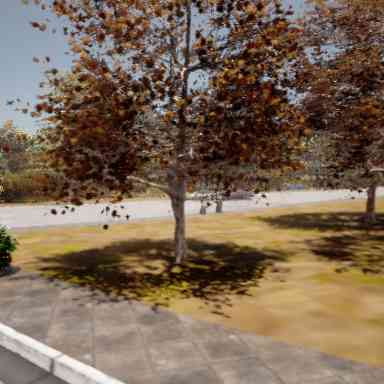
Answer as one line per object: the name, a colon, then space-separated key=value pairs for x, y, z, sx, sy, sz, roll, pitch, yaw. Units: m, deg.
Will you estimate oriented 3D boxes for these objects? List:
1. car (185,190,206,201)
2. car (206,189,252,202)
car: x=1.001 y=0.433 z=42.536 sx=4.718 sy=1.301 sz=1.895 roll=-3 pitch=3 yaw=-32
car: x=4.881 y=0.342 z=40.842 sx=5.357 sy=1.411 sz=2.033 roll=-3 pitch=3 yaw=-31
